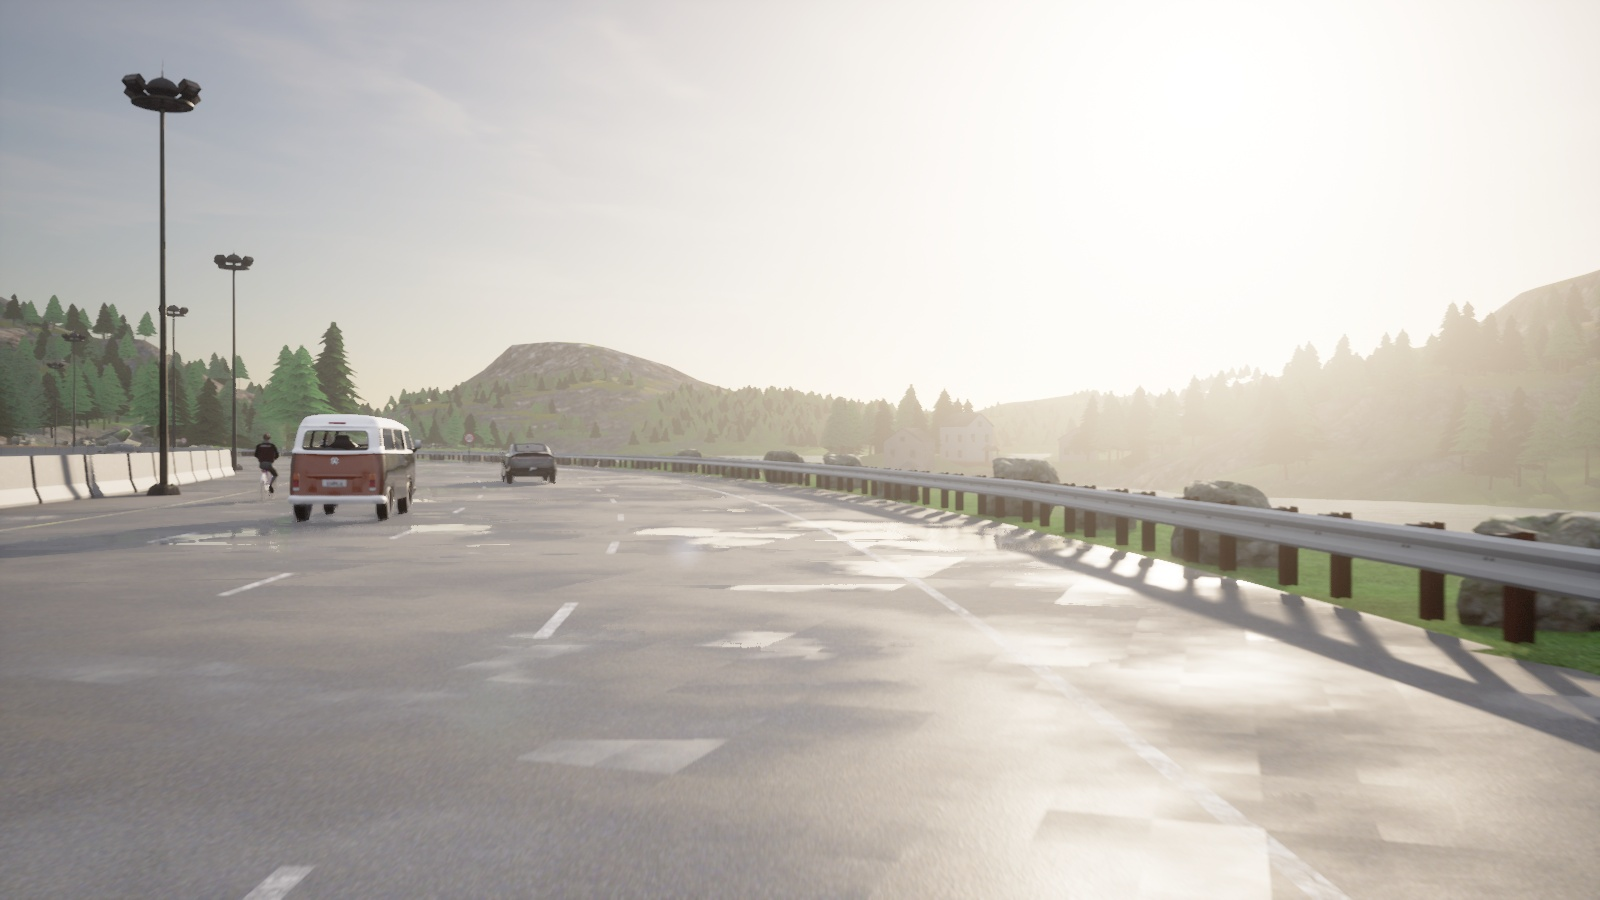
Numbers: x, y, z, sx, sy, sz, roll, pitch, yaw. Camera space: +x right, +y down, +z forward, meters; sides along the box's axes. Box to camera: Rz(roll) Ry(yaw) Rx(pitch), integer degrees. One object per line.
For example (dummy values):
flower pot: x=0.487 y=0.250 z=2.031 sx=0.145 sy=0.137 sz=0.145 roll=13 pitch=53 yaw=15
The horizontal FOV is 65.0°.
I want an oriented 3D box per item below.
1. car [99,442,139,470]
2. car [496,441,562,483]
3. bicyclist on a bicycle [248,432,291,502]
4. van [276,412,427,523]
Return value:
car: x=-37.731 y=0.332 z=69.663 sx=1.837 sy=1.490 sz=4.892 roll=0 pitch=0 yaw=-27
car: x=-10.465 y=0.423 z=48.185 sx=2.128 sy=1.511 sz=4.902 roll=0 pitch=0 yaw=-16
bicyclist on a bicycle: x=-13.870 y=0.422 z=32.863 sx=0.659 sy=1.776 sz=1.843 roll=-1 pitch=1 yaw=-12
van: x=-8.959 y=0.320 z=25.464 sx=2.069 sy=2.038 sz=4.480 roll=0 pitch=0 yaw=-9
